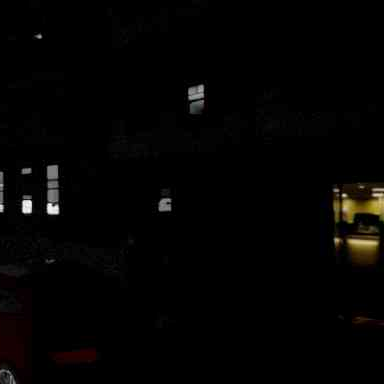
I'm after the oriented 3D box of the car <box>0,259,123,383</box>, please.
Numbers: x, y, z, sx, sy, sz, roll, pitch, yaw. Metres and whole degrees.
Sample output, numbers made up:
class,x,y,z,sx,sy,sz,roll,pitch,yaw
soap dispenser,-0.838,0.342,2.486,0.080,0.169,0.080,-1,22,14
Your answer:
class,x,y,z,sx,sy,sz,roll,pitch,yaw
car,-2.208,1.588,4.464,4.206,1.307,1.802,0,-1,36

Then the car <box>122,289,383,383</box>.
class,x,y,z,sx,sy,sz,roll,pitch,yaw
car,2.305,1.314,1.253,5.009,1.841,2.192,0,-1,36
